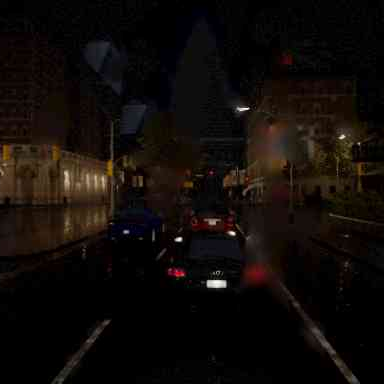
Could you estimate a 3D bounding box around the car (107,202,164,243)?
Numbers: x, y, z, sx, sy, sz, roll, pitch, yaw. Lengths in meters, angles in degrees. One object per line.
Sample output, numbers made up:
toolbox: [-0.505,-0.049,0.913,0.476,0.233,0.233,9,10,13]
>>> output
car: [-2.525,1.471,16.004,1.882,1.535,5.008,0,0,4]

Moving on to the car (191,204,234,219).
car: [1.002,1.345,16.402,2.097,1.767,4.553,0,0,3]

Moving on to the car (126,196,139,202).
car: [-13.743,1.562,77.304,1.895,1.301,4.718,0,0,3]

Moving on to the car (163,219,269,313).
car: [0.521,1.561,7.772,1.994,1.385,4.181,0,0,3]

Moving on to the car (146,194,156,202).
car: [-10.475,1.323,77.512,2.097,1.767,4.553,0,0,3]

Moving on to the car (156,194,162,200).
car: [-9.649,1.317,91.368,2.097,1.767,4.553,0,0,3]

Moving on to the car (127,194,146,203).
car: [-11.157,1.477,66.375,1.837,1.490,4.892,0,0,4]
